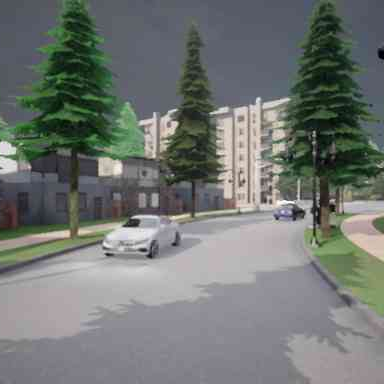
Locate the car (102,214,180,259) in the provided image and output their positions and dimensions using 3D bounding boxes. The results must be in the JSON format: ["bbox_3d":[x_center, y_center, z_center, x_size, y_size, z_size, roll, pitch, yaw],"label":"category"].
[{"bbox_3d":[-1.791,1.627,13.315,1.812,1.442,4.674,0,0,14],"label":"car"}]

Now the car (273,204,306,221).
[{"bbox_3d":[8.904,1.785,30.148,2.033,1.411,5.357,0,-1,30],"label":"car"}]

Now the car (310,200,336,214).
[{"bbox_3d":[15.953,1.668,39.809,2.097,1.767,4.553,0,-1,41],"label":"car"}]
